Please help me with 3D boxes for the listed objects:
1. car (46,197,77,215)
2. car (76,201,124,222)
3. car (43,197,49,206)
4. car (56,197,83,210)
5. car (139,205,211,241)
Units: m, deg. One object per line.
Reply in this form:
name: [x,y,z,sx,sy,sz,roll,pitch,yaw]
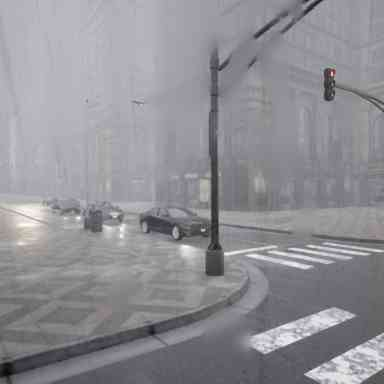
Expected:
car: [-13.010,1.518,34.093,2.033,1.411,5.357,0,0,-35]
car: [-6.862,1.480,25.462,2.128,1.511,4.902,0,0,-36]
car: [-22.043,1.446,52.076,1.812,1.442,4.674,0,0,-36]
car: [-16.401,1.489,44.262,2.033,1.411,5.357,0,0,-35]
car: [-0.947,1.470,17.175,1.882,1.535,5.008,0,0,-36]
